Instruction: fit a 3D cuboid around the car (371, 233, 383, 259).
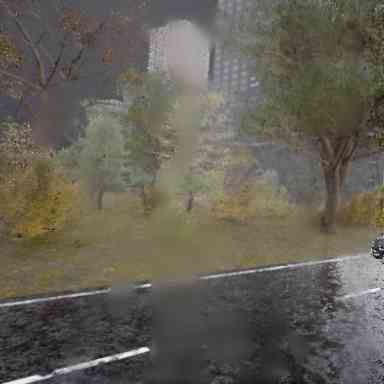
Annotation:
[{"bbox_3d":[9.804,2.242,14.648,4.892,1.490,1.837,3,-1,-35],"label":"car"}]
